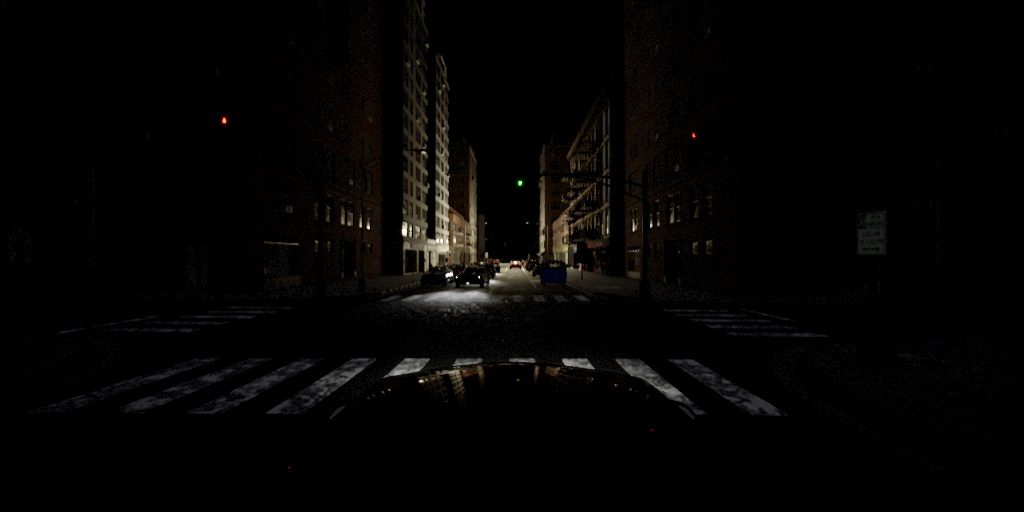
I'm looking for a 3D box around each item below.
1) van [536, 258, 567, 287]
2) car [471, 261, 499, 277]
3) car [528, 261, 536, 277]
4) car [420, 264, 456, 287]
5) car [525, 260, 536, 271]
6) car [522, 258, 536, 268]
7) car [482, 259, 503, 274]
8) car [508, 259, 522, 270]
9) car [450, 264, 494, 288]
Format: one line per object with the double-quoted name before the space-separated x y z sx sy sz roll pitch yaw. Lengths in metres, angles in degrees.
"van" 2.825 1.175 25.228 1.690 1.789 3.998 0 0 0
"car" -2.578 1.470 35.009 1.895 1.301 4.718 0 0 0
"car" 2.919 1.457 36.590 1.802 1.307 4.207 0 0 0
"car" -5.200 1.384 25.285 2.007 1.370 4.403 0 0 0
"car" 3.012 1.494 47.953 1.802 1.307 4.207 0 0 0
"car" 3.059 1.243 53.634 2.192 1.841 5.009 0 0 0
"car" -2.490 1.466 45.063 1.994 1.385 4.181 0 0 1
"car" 0.569 1.545 58.911 1.895 1.301 4.718 0 0 1
"car" -2.673 1.434 24.997 1.895 1.301 4.718 0 0 4
